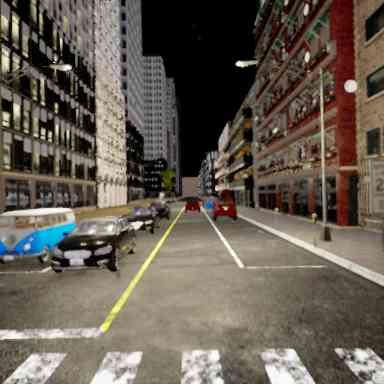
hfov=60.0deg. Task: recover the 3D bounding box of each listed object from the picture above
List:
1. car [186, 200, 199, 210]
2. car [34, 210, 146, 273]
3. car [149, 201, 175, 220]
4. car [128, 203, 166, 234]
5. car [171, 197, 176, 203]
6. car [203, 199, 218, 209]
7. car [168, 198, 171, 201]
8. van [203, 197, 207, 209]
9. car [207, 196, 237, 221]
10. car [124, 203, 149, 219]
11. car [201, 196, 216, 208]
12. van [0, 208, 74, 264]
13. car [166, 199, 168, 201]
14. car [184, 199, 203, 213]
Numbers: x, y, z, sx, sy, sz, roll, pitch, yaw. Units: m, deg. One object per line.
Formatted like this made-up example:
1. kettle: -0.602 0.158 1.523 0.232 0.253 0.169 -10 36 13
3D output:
1. car: 0.108 1.969 51.922 1.895 1.301 4.718 -1 0 0
2. car: -3.091 1.619 11.329 2.128 1.511 4.902 -1 0 0
3. car: -2.979 1.835 30.795 1.994 1.385 4.181 -1 0 1
4. car: -3.059 1.689 20.789 2.128 1.511 4.902 -1 0 0
5. car: -5.520 2.249 79.013 2.008 1.369 4.403 -1 0 0
6. car: 2.792 1.859 51.242 2.008 1.369 4.403 -1 0 0
7. car: -5.560 2.117 62.362 2.008 1.369 4.403 -1 0 0
8. van: 2.773 1.607 45.693 1.690 1.788 3.998 -1 0 0
9. car: 2.733 1.455 29.042 2.192 1.841 5.009 -1 0 0
10. car: -5.628 1.878 34.438 1.752 1.417 4.829 -1 0 0
11. car: 2.800 1.666 56.795 2.192 1.841 5.009 -1 0 0
12. van: -5.685 1.530 12.407 1.690 1.788 3.998 -1 0 0
13. car: -5.575 2.047 56.641 1.752 1.417 4.829 -1 0 0
14. car: 0.081 1.766 41.471 1.882 1.535 5.008 -1 0 0
